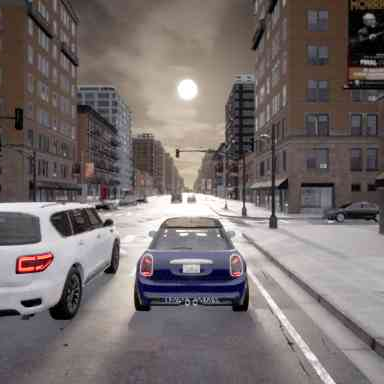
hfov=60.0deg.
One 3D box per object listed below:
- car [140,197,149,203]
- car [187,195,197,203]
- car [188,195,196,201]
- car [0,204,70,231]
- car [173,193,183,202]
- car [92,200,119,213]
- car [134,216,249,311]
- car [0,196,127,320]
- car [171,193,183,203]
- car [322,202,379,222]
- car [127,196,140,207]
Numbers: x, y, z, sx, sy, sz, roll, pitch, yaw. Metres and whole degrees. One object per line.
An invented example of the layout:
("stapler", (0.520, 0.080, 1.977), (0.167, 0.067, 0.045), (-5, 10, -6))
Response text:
("car", (-9.856, 1.592, 66.053), (1.895, 1.301, 4.718), (0, 0, 0))
("car", (-0.083, 1.482, 69.291), (2.128, 1.511, 4.902), (0, 0, 0))
("car", (-0.096, 1.453, 79.740), (1.895, 1.301, 4.718), (0, 0, 0))
("car", (-9.875, 1.541, 21.531), (2.033, 1.411, 5.357), (0, 0, 0))
("car", (-3.346, 1.212, 80.426), (2.150, 2.045, 5.566), (0, 0, 0))
("car", (-9.895, 1.600, 38.562), (1.895, 1.301, 4.718), (0, 0, 0))
("car", (-0.002, 1.352, 7.907), (2.097, 1.767, 4.553), (0, 0, 0))
("car", (-3.157, 1.223, 7.450), (2.150, 2.045, 5.566), (0, 0, 0))
("car", (-3.247, 1.211, 70.035), (2.150, 2.045, 5.566), (0, 0, 0))
("car", (12.691, 1.545, 25.943), (4.892, 1.490, 1.837), (0, 0, 2))
("car", (-9.905, 1.347, 51.447), (2.097, 1.767, 4.553), (0, 0, 0))
